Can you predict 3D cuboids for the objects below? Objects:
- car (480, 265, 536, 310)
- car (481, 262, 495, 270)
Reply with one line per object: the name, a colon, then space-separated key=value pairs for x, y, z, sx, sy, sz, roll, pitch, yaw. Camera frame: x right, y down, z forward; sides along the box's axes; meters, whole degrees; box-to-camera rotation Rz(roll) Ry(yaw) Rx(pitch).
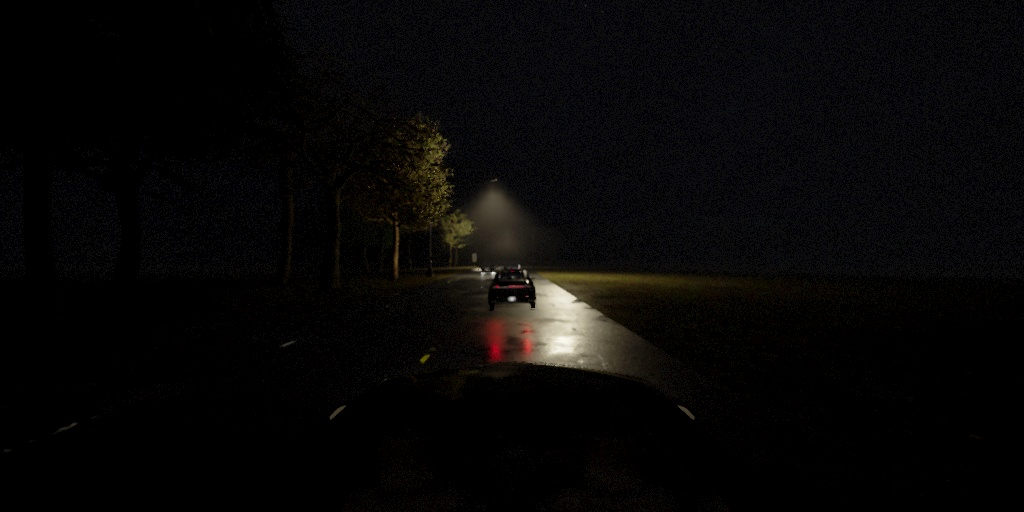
car: x=0.013 y=1.341 z=15.318 sx=2.128 sy=1.511 sz=4.902 roll=-1 pitch=0 yaw=0
car: x=-3.485 y=1.559 z=52.159 sx=1.812 sy=1.442 sz=4.674 roll=0 pitch=0 yaw=0
